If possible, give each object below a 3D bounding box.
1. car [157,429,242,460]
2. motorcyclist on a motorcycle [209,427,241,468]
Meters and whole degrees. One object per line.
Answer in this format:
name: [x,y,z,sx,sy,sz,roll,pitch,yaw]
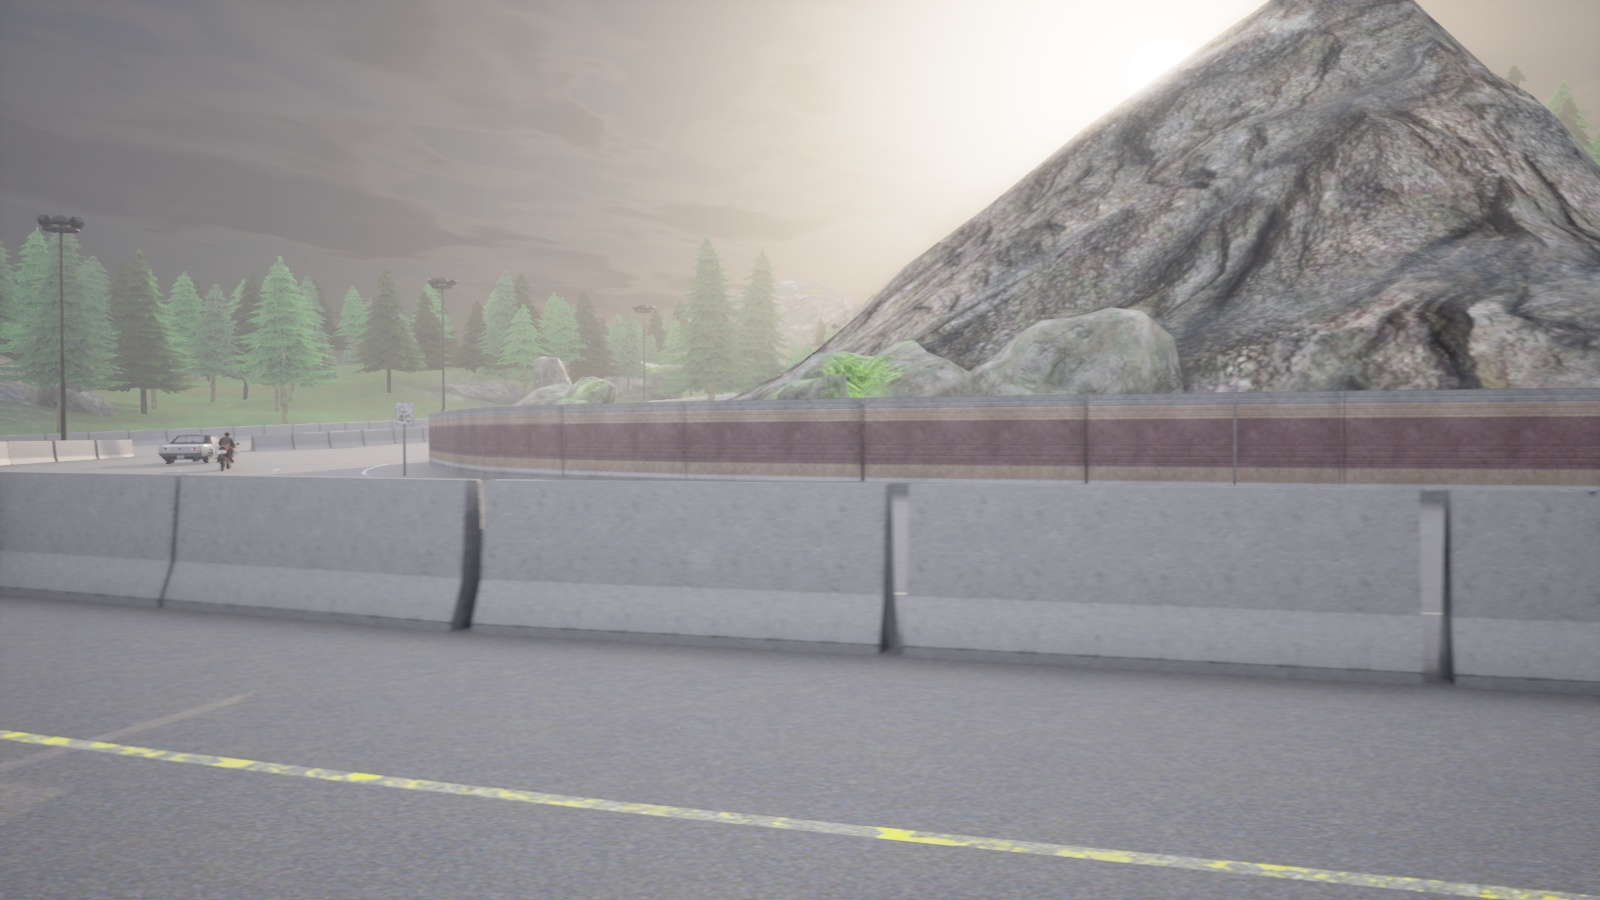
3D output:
car: [-27.297,-0.266,57.266,1.895,1.301,4.718,0,2,-4]
motorcyclist on a motorcycle: [-22.567,-0.121,49.335,0.797,1.523,2.044,1,2,-15]
